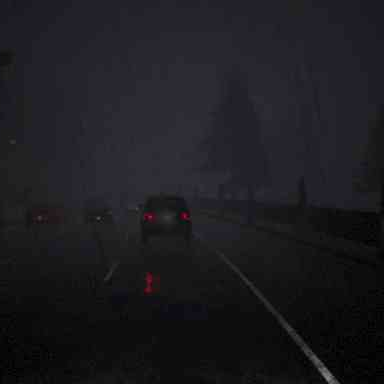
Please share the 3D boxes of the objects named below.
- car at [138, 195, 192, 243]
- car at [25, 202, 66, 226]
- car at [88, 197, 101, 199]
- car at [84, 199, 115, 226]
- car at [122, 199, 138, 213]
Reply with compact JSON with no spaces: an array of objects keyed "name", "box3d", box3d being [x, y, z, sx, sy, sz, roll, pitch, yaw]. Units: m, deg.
[{"name":"car","box3d":[-1.384,1.166,15.963,2.150,2.045,5.566,0,0,-9]},{"name":"car","box3d":[-9.920,1.414,22.836,1.882,1.535,5.008,0,0,-13]},{"name":"car","box3d":[-11.474,1.374,38.913,2.128,1.511,4.902,0,0,-22]},{"name":"car","box3d":[-6.370,1.455,23.033,1.812,1.442,4.674,0,0,-13]},{"name":"car","box3d":[-6.216,1.412,34.972,1.812,1.442,4.674,0,0,-19]}]
